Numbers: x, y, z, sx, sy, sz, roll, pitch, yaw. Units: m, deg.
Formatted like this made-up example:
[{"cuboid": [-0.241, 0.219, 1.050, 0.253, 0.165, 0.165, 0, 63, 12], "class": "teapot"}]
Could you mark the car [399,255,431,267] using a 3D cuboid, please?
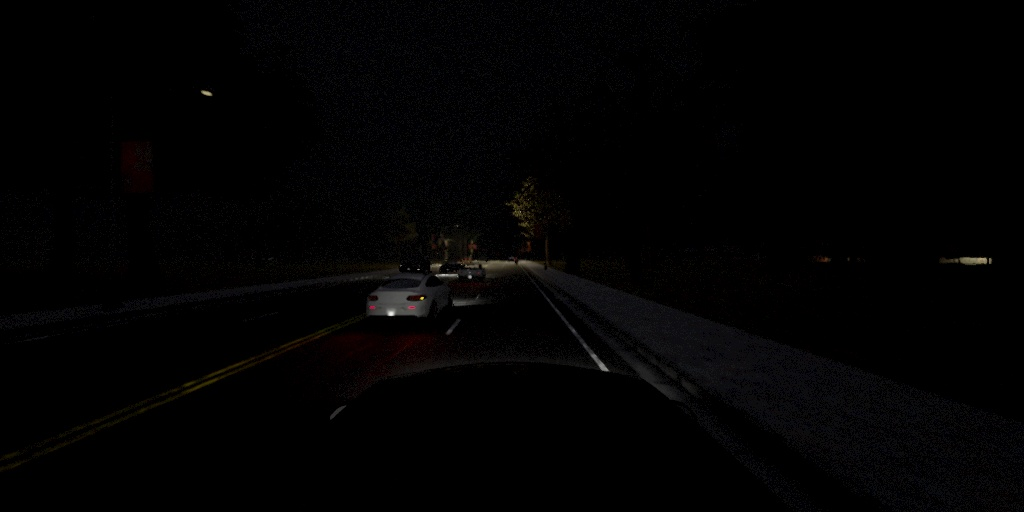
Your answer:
[{"cuboid": [-9.860, 0.885, 36.959, 2.150, 2.045, 5.566, 0, 0, 0], "class": "car"}]

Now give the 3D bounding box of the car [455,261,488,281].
[{"cuboid": [-3.170, 1.282, 29.195, 1.895, 1.301, 4.718, 0, 0, 0], "class": "car"}]

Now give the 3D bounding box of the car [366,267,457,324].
[{"cuboid": [-3.154, 1.248, 11.665, 1.812, 1.442, 4.674, 0, 0, 0], "class": "car"}]

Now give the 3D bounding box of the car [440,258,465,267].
[{"cuboid": [-6.605, 1.225, 38.776, 1.994, 1.385, 4.181, 0, 0, 0], "class": "car"}]

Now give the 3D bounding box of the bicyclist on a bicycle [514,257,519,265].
[{"cuboid": [0.869, 1.047, 65.375, 0.866, 1.612, 1.509, 0, 0, 0], "class": "bicyclist on a bicycle"}]
